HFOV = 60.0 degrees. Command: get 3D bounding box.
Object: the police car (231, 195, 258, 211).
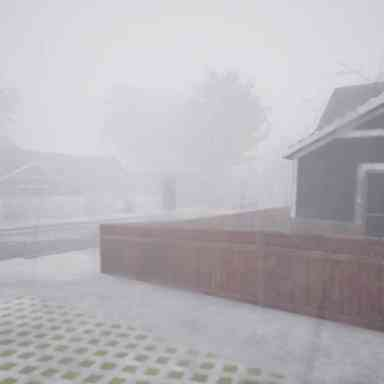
[{"bbox_3d":[6.247,1.245,39.239,1.930,1.638,5.238,3,2,30],"label":"police car"}]
